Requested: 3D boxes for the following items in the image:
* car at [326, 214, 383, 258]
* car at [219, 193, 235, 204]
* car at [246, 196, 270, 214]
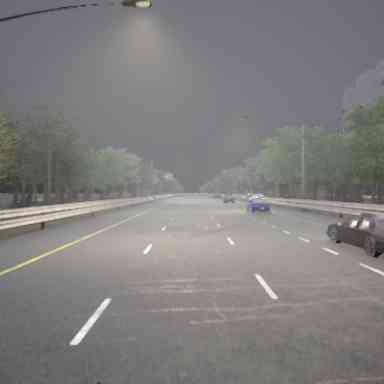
[{"bbox_3d":[7.012,1.549,12.718,2.033,1.411,5.357,0,0,0],"label":"car"},{"bbox_3d":[7.186,1.355,66.348,2.097,1.767,4.553,0,0,0],"label":"car"},{"bbox_3d":[7.077,1.499,35.857,1.882,1.535,5.008,0,0,0],"label":"car"}]
